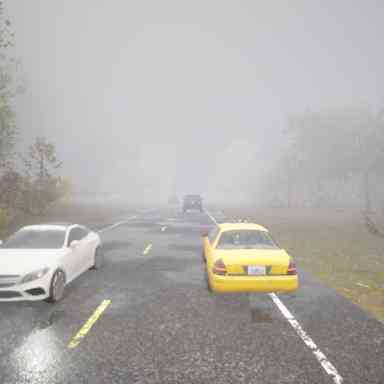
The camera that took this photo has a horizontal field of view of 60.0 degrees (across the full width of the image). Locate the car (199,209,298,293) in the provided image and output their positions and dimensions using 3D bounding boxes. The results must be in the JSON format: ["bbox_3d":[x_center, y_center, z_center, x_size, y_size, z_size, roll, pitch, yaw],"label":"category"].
[{"bbox_3d":[1.228,1.456,8.855,1.801,1.575,5.366,0,0,0],"label":"car"}]

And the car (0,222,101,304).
[{"bbox_3d":[-3.597,1.526,8.288,1.812,1.442,4.674,0,0,0],"label":"car"}]

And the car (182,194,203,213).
[{"bbox_3d":[0.100,1.266,37.791,2.150,2.045,5.566,0,0,0],"label":"car"}]

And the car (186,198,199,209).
[{"bbox_3d":[0.053,1.604,48.293,1.812,1.442,4.674,0,0,1],"label":"car"}]

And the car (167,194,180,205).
[{"bbox_3d":[-3.476,1.343,61.991,2.150,2.045,5.566,0,0,0],"label":"car"}]
